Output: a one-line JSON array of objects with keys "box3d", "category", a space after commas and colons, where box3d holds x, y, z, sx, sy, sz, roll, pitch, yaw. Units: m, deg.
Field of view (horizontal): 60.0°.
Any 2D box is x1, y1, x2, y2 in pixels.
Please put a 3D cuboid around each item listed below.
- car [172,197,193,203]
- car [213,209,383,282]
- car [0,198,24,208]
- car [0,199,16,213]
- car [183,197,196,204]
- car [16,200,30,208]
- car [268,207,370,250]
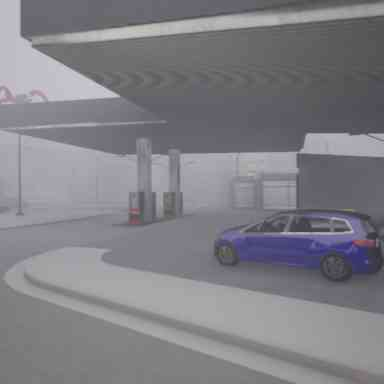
[{"box3d": [-2.166, 1.843, 75.849, 4.674, 1.442, 1.812, 0, 0, -16], "category": "car"}, {"box3d": [2.807, 1.317, 9.505, 4.611, 1.667, 2.242, 0, 0, 36], "category": "car"}, {"box3d": [-30.450, 1.894, 54.661, 1.837, 1.490, 4.892, -3, -1, 32], "category": "car"}, {"box3d": [-23.996, 1.837, 38.760, 2.033, 1.411, 5.357, 0, 0, 37], "category": "car"}, {"box3d": [-1.952, 1.843, 72.282, 5.357, 1.411, 2.033, 0, 0, -16], "category": "car"}, {"box3d": [-28.287, 1.917, 52.513, 2.033, 1.411, 5.357, -1, 0, 19], "category": "car"}, {"box3d": [5.544, 1.483, 14.613, 3.806, 1.475, 1.970, 0, 0, 36], "category": "car"}]
